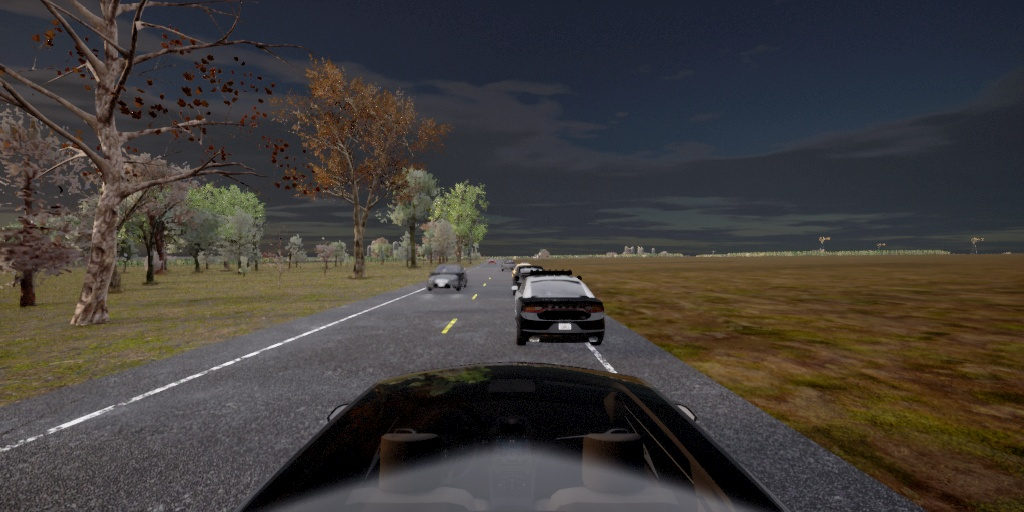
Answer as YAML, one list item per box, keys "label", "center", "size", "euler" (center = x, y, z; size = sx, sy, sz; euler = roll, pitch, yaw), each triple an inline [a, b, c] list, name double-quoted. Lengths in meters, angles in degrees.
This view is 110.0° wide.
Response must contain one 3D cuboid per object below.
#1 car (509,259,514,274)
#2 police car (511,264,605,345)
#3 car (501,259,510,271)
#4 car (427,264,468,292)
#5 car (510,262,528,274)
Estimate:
- label: "car"
  center: [0.892, 1.215, 25.695]
  size: [1.801, 1.575, 5.366]
  euler: [0, 0, -1]
- label: "police car"
  center: [1.022, 1.176, 9.599]
  size: [1.930, 1.638, 5.238]
  euler: [0, 0, 0]
- label: "car"
  center: [-0.468, 1.273, 48.561]
  size: [2.128, 1.511, 4.902]
  euler: [0, 0, -1]
- label: "car"
  center: [-3.720, 1.248, 21.271]
  size: [2.128, 1.511, 4.902]
  euler: [0, 0, -1]
- label: "car"
  center: [0.952, 1.261, 19.499]
  size: [1.837, 1.490, 4.892]
  euler: [0, 0, 0]
